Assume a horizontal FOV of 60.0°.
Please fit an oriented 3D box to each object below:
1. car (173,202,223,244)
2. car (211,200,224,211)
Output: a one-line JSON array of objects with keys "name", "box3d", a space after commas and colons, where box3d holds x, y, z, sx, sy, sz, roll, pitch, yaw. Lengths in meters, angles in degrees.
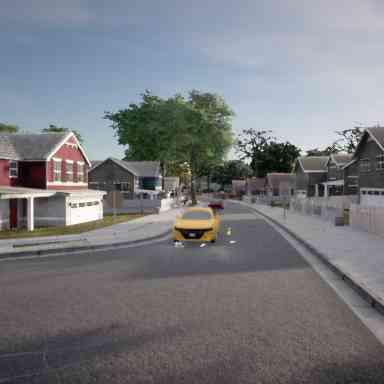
[{"name": "car", "box3d": [0.343, 1.502, 16.250, 1.882, 1.535, 5.008, 0, 0, 8]}, {"name": "car", "box3d": [3.131, 1.666, 42.184, 1.895, 1.301, 4.718, 0, 0, 4]}]
